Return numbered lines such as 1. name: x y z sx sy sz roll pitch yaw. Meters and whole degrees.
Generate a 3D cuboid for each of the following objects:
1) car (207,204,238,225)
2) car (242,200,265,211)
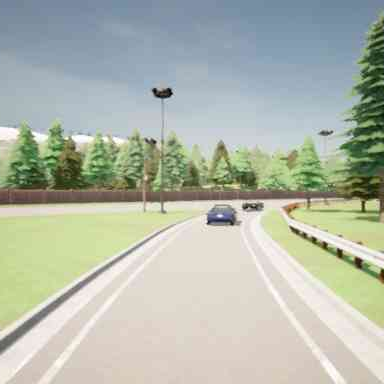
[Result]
1. car: 2.269 1.566 24.260 1.994 1.385 4.181 0 0 11
2. car: 7.666 1.609 41.194 1.895 1.301 4.718 0 0 24
